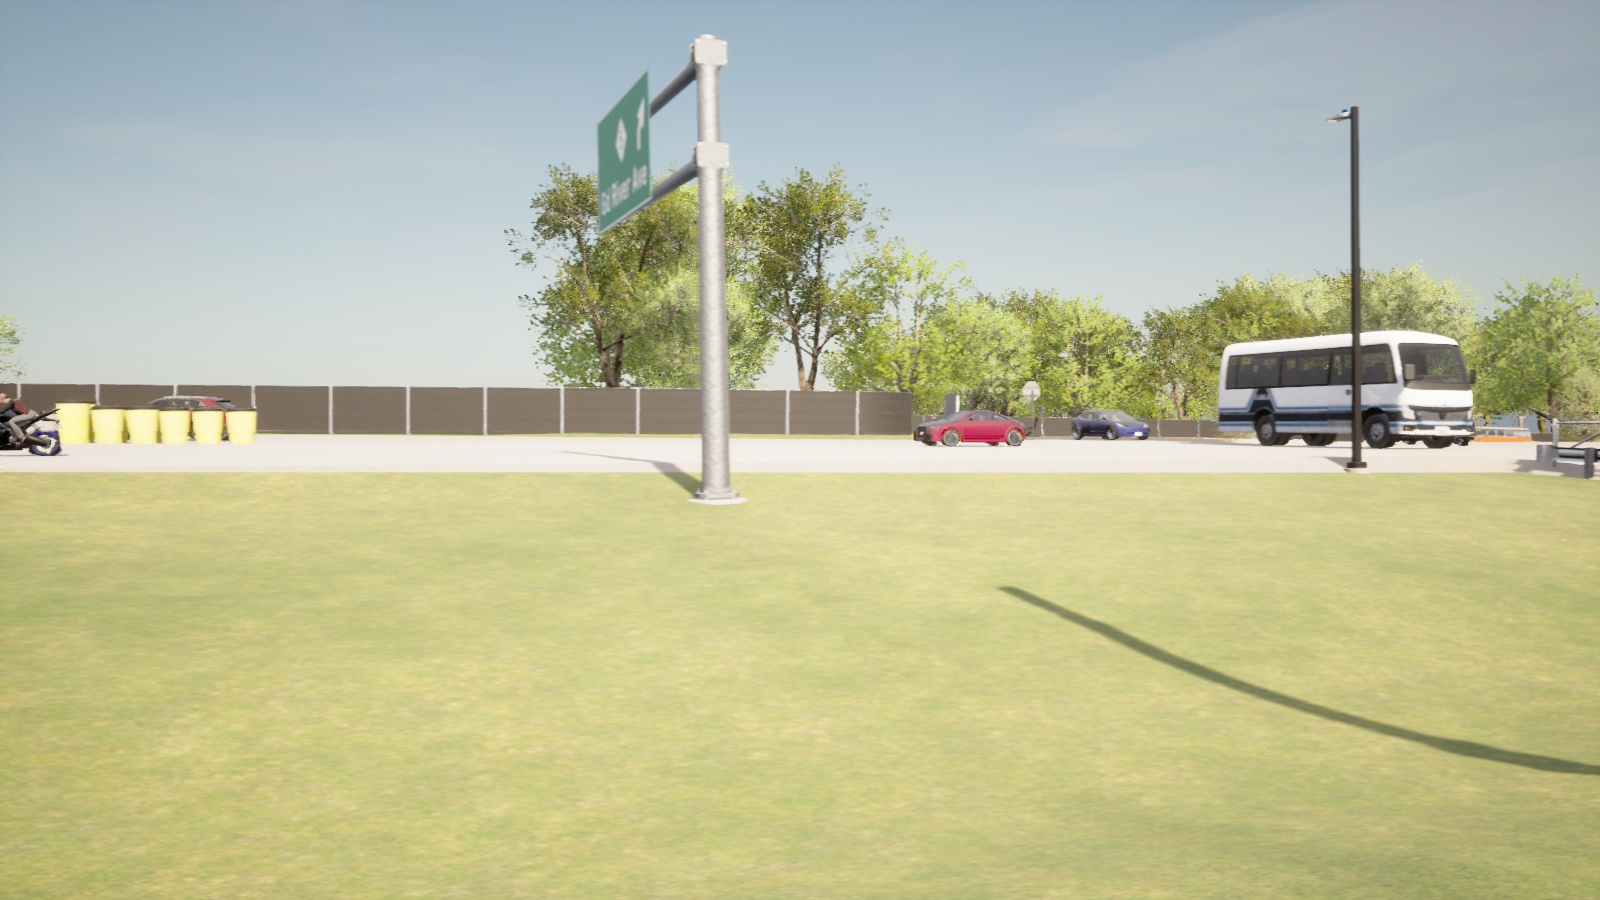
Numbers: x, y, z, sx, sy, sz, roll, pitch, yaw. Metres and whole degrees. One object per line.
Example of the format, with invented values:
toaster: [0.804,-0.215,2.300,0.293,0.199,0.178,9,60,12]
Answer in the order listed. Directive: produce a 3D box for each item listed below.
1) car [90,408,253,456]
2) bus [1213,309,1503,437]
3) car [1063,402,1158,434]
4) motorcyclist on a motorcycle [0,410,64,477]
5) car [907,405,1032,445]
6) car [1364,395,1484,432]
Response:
car: [-22.610,-0.655,45.296,4.856,1.649,2.033,-1,2,1]
bus: [20.543,-2.657,47.293,3.944,4.253,10.273,-1,1,-20]
car: [15.204,-1.546,61.773,2.163,1.488,4.792,-2,1,-20]
motorcyclist on a motorcycle: [-18.795,-0.149,29.755,2.191,1.530,0.866,-2,1,-20]
car: [6.342,-0.945,47.170,4.181,1.385,1.994,-1,1,-19]
car: [28.599,-1.645,57.757,2.033,1.649,4.856,-1,1,-21]
